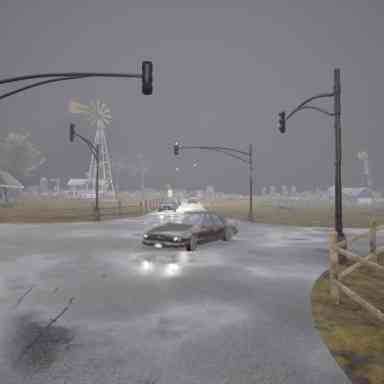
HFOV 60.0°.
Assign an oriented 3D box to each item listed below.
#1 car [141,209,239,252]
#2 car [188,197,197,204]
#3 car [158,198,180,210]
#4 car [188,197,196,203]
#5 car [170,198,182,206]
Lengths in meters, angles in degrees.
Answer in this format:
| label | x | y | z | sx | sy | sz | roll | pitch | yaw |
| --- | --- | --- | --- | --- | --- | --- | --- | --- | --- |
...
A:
| label | x | y | z | sx | sy | sz | roll | pitch | yaw |
| --- | --- | --- | --- | --- | --- | --- | --- | --- | --- |
| car | 0.192 | 1.558 | 14.262 | 2.033 | 1.411 | 5.357 | 0 | 0 | 32 |
| car | 0.084 | 1.788 | 69.110 | 1.812 | 1.442 | 4.674 | 0 | 0 | 0 |
| car | -2.862 | 1.661 | 39.779 | 1.994 | 1.385 | 4.181 | 0 | 0 | 0 |
| car | -0.010 | 1.860 | 79.122 | 1.812 | 1.442 | 4.674 | 0 | 0 | 0 |
| car | -2.843 | 1.795 | 58.502 | 1.895 | 1.301 | 4.718 | 0 | 0 | 0 |
